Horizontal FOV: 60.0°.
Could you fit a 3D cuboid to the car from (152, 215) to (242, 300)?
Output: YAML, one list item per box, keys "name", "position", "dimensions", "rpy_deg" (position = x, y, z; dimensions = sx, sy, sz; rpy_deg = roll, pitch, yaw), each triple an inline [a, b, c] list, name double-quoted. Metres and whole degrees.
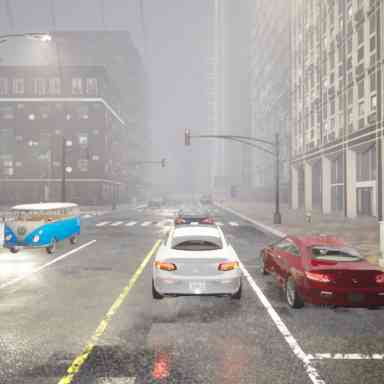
- name: "car"
  position: [0.102, 1.528, 8.298]
  dimensions: [1.812, 1.442, 4.674]
  rpy_deg: [0, 0, 0]

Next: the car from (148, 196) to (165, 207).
- name: "car"
  position: [-5.695, 1.563, 51.133]
  dimensions: [2.008, 1.369, 4.403]
  rpy_deg: [1, 0, 0]

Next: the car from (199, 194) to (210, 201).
- name: "car"
  position: [2.685, 1.330, 62.448]
  dimensions: [2.192, 1.841, 5.009]
  rpy_deg: [1, 0, 0]

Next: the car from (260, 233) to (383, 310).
- name: "car"
  position: [2.699, 1.584, 7.536]
  dimensions: [1.802, 1.307, 4.206]
  rpy_deg: [1, 0, 0]

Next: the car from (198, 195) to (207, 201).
- name: "car"
  position: [2.674, 1.569, 85.066]
  dimensions: [2.008, 1.369, 4.403]
  rpy_deg: [1, 0, 0]

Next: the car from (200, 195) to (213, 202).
- name: "car"
  position: [2.683, 1.596, 56.793]
  dimensions: [1.802, 1.307, 4.206]
  rpy_deg: [1, 0, 0]

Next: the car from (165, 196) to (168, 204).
- name: "car"
  position: [-5.697, 1.564, 56.788]
  dimensions: [2.008, 1.369, 4.403]
  rpy_deg: [1, 0, 0]

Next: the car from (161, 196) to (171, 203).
- name: "car"
  position: [-5.703, 1.598, 73.752]
  dimensions: [1.802, 1.307, 4.206]
  rpy_deg: [1, 0, 0]

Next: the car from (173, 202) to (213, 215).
- name: "car"
  position: [0.071, 1.509, 17.410]
  dimensions: [2.163, 1.488, 4.792]
  rpy_deg: [0, 0, -1]

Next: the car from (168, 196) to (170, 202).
- name: "car"
  position: [-5.699, 1.580, 62.443]
  dimensions: [1.947, 1.339, 4.313]
  rpy_deg: [1, 0, 0]

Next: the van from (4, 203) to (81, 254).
- name: "van"
  position: [-5.766, 1.345, 13.217]
  dimensions: [1.690, 1.788, 3.998]
  rpy_deg: [1, 0, 0]

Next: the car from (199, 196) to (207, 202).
- name: "car"
  position: [2.676, 1.599, 79.412]
  dimensions: [1.802, 1.307, 4.206]
  rpy_deg: [1, 0, 0]
